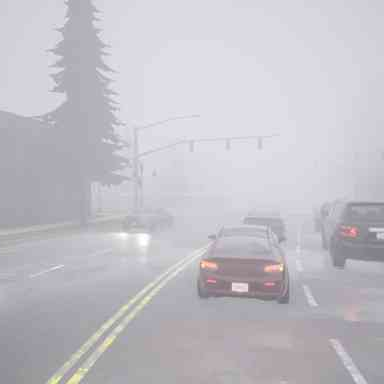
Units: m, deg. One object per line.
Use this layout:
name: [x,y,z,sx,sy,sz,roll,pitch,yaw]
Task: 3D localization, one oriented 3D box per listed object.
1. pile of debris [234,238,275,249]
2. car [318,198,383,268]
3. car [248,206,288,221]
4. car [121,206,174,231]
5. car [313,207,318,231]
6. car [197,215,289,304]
pile of debris: [2.724,2.175,14.249,1.500,0.140,1.860,0,0,18]
car: [5.658,1.221,11.060,2.150,2.045,5.566,0,0,17]
car: [3.821,1.478,17.078,1.882,1.535,5.008,0,0,18]
car: [-2.616,1.580,20.445,1.994,1.385,4.181,0,0,18]
car: [8.551,1.352,20.264,2.097,1.767,4.553,0,0,18]
car: [1.319,1.526,8.162,1.812,1.442,4.674,0,0,12]
